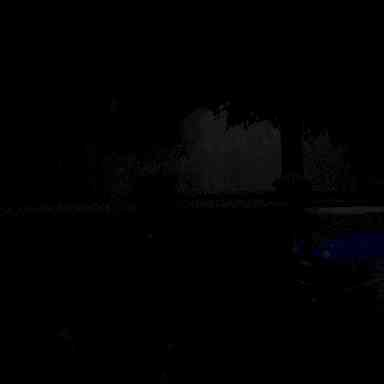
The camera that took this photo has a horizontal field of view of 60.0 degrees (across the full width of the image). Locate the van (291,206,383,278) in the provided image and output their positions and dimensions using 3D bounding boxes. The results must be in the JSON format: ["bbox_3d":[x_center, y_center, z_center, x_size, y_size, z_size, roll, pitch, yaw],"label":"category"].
[{"bbox_3d":[4.648,1.337,9.853,3.998,1.788,1.690,0,0,-35],"label":"van"}]
